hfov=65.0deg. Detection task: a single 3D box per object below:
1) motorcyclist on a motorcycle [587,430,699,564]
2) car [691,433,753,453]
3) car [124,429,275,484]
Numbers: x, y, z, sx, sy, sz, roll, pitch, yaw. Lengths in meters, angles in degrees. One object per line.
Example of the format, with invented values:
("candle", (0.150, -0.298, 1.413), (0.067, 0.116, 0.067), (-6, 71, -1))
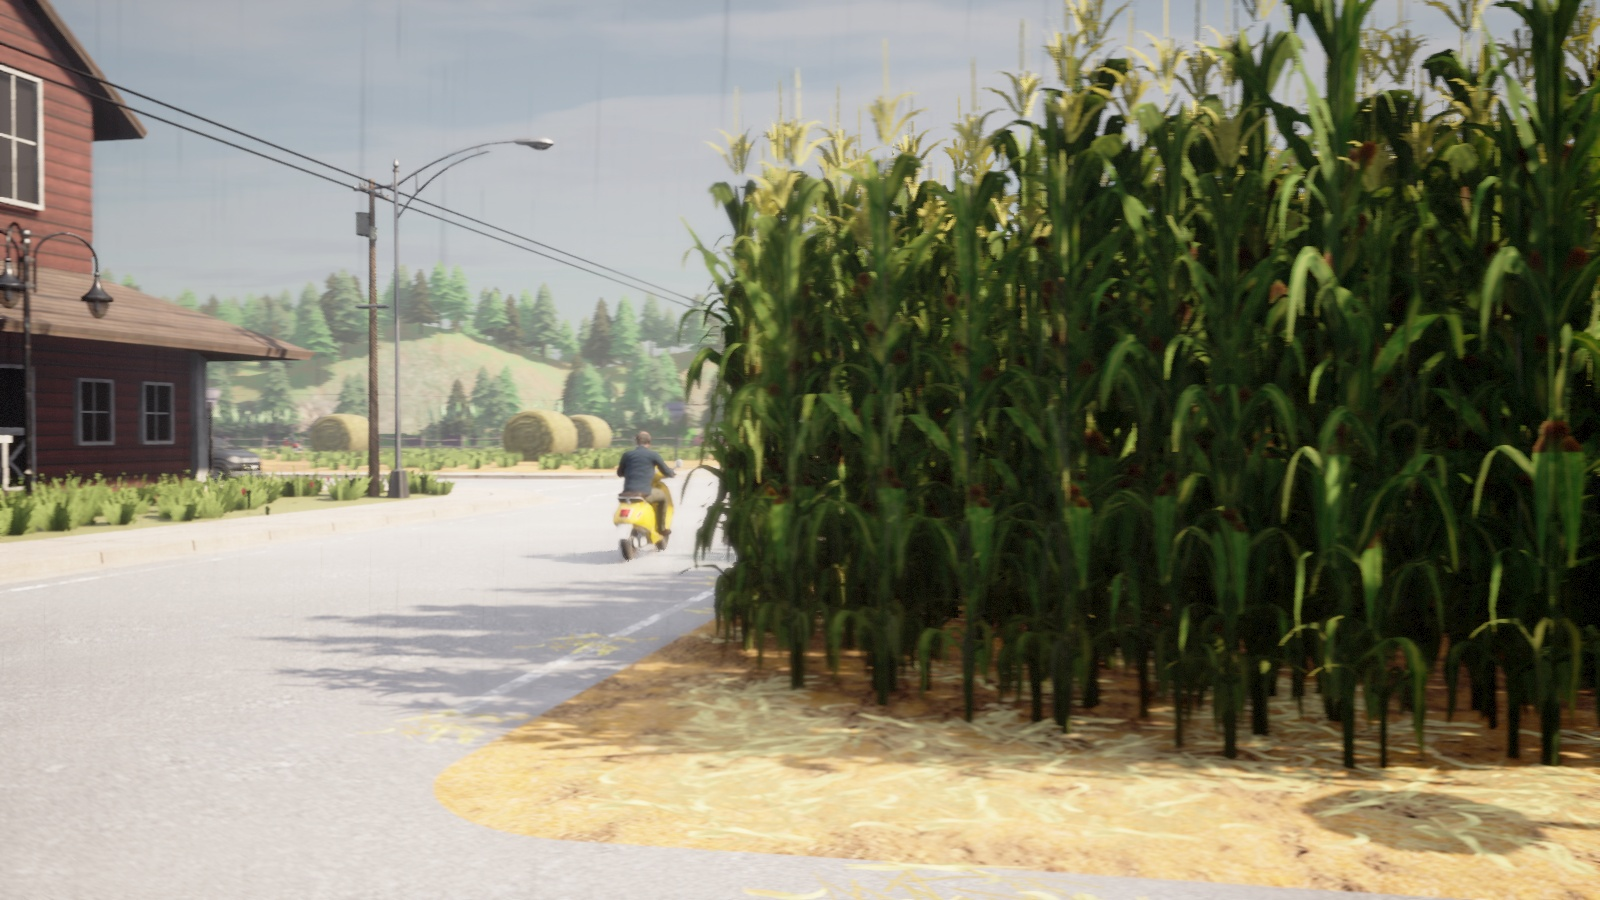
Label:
("motorcyclist on a motorcycle", (-1.956, 0.544, 15.944), (0.866, 1.590, 1.817), (0, 1, 11))
("car", (-5.716, -0.541, 92.416), (4.193, 1.474, 1.816), (0, 1, 15))
("car", (-17.775, 0.171, 37.248), (3.705, 1.549, 1.789), (0, 1, 11))
